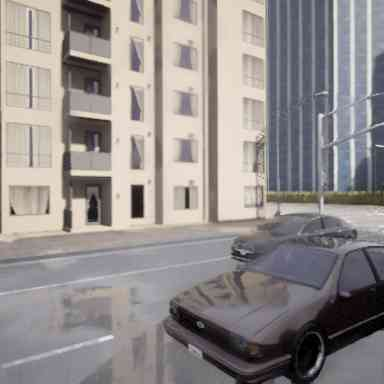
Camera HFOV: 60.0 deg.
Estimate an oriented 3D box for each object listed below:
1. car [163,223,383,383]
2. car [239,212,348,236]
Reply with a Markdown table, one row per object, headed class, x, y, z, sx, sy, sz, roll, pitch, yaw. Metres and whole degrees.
| class | x | y | z | sx | sy | sz | roll | pitch | yaw |
| --- | --- | --- | --- | --- | --- | --- | --- | --- | --- |
| car | 2.211 | 1.518 | 5.547 | 5.357 | 1.411 | 2.033 | 0 | 0 | -35 |
| car | 3.413 | 1.453 | 10.676 | 4.892 | 1.490 | 1.837 | 0 | 0 | -35 |
